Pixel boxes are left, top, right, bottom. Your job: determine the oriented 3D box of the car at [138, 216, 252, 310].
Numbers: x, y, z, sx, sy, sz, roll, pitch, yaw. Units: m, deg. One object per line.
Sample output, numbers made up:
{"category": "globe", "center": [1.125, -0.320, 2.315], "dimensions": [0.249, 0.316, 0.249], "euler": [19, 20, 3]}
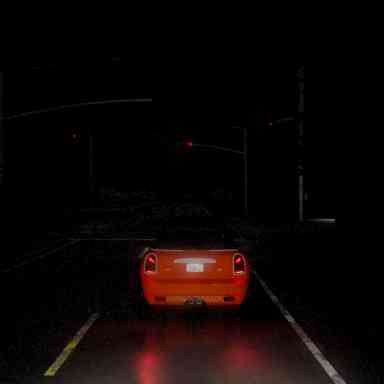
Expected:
{"category": "car", "center": [0.058, 1.352, 7.974], "dimensions": [2.097, 1.767, 4.553], "euler": [0, 0, 0]}
